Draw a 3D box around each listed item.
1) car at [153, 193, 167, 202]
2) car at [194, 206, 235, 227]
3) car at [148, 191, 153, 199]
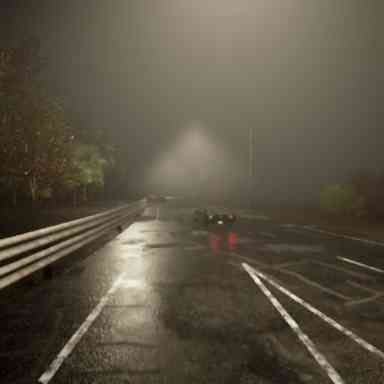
[{"bbox_3d":[-6.096,1.313,65.898,2.033,1.411,5.357,0,0,-10],"label":"car"},{"bbox_3d":[1.351,1.558,22.269,1.895,1.301,4.718,0,0,-10],"label":"car"},{"bbox_3d":[-10.344,1.117,90.756,1.882,1.535,5.008,0,0,-10],"label":"car"}]
